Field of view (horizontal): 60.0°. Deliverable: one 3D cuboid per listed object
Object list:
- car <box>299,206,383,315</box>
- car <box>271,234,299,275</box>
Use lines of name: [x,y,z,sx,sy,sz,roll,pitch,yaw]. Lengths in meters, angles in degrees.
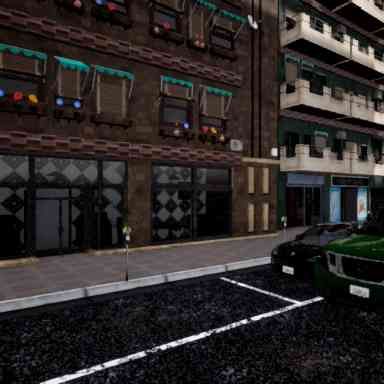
car: [4.907,1.221,6.882,5.566,2.045,2.150,0,0,-36]
car: [4.160,1.566,9.530,4.313,1.339,1.947,0,0,-36]
